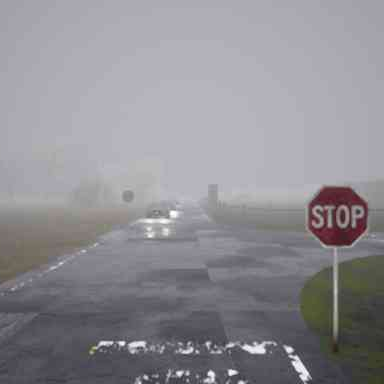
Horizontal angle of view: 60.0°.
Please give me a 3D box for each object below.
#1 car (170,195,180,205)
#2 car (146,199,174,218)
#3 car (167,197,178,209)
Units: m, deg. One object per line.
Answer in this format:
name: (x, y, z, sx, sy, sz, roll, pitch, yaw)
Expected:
car: (-3.219, 1.393, 57.993, 2.097, 1.767, 4.553, 0, 0, 0)
car: (-2.963, 1.572, 29.806, 1.994, 1.385, 4.181, 0, 0, -1)
car: (-3.087, 1.622, 42.276, 1.895, 1.301, 4.718, 0, 0, -1)
